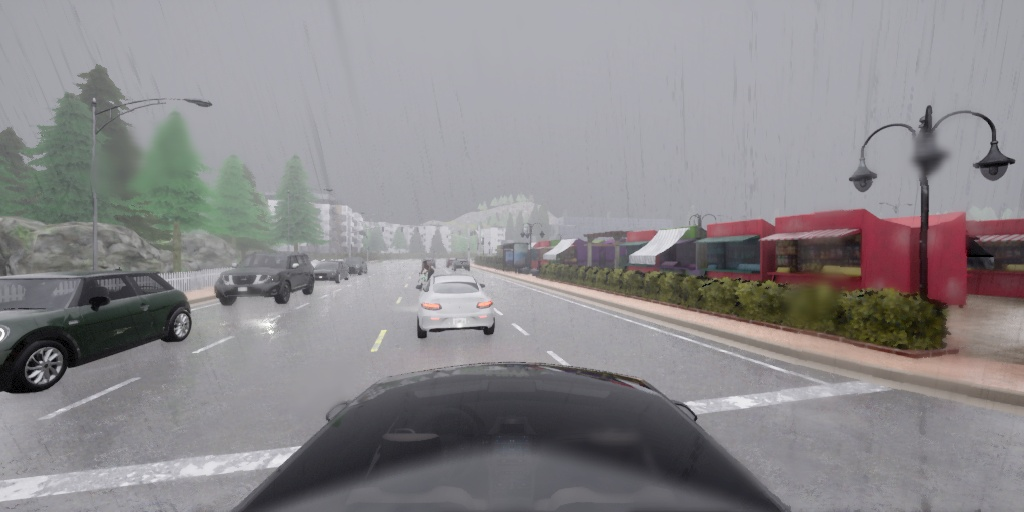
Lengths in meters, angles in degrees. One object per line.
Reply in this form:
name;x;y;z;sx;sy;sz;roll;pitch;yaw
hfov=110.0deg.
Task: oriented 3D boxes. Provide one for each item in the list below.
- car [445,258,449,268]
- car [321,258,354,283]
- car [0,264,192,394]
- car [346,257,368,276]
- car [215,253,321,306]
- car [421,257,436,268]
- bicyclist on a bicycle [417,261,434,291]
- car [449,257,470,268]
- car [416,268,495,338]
car;-8.441;0.873;51.392;1.882;1.535;5.008;0;0;-14
car;-12.852;1.089;25.352;1.837;1.490;4.892;0;0;-14
car;-8.133;1.076;6.352;2.097;1.767;4.553;0;0;-13
car;-14.827;0.878;33.313;2.097;1.767;4.553;0;0;-14
car;-10.458;0.876;15.755;2.150;2.045;5.566;0;0;-14
car;-11.830;0.904;50.835;1.837;1.490;4.892;0;0;-14
bicyclist on a bicycle;-4.683;1.079;19.768;0.582;1.620;1.656;0;1;24
car;-6.079;0.967;42.357;1.837;1.490;4.892;0;0;-14
car;-1.660;1.224;9.975;1.812;1.442;4.674;0;0;-13
